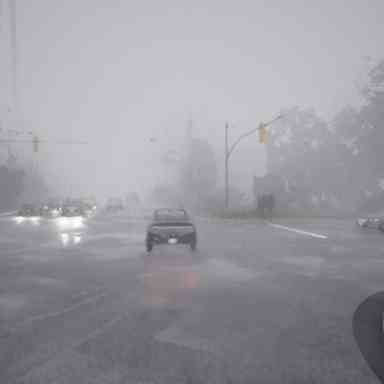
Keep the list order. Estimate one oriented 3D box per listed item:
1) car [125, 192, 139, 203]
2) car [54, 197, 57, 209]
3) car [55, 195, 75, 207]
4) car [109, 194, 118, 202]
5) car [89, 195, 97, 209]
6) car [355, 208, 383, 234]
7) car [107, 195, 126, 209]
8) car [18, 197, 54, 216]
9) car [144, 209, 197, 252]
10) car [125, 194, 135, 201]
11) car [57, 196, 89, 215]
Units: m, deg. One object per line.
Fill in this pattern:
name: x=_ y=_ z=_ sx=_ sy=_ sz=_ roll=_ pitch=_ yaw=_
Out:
car: x=-11.094 y=1.008 z=62.169 sx=2.150 sy=2.045 sz=5.566 roll=0 pitch=0 yaw=-14
car: x=-16.492 y=1.346 z=39.594 sx=1.837 sy=1.490 sz=4.892 roll=0 pitch=0 yaw=-13
car: x=-18.888 y=1.308 z=49.722 sx=2.128 sy=1.511 sz=4.902 roll=0 pitch=0 yaw=-14
car: x=-16.918 y=1.295 z=71.448 sx=1.882 sy=1.535 sz=5.008 roll=0 pitch=0 yaw=-13
car: x=-13.249 y=1.306 z=41.121 sx=1.882 sy=1.535 sz=5.008 roll=0 pitch=0 yaw=-13
car: x=11.727 y=1.540 z=18.811 sx=4.902 sy=1.511 sz=2.128 roll=1 pitch=0 yaw=-10
car: x=-9.609 y=1.421 z=41.410 sx=1.895 sy=1.301 sz=4.718 roll=0 pitch=0 yaw=-13
car: x=-14.600 y=1.442 z=30.893 sx=1.994 sy=1.385 sz=4.181 roll=0 pitch=0 yaw=-11
car: x=-0.920 y=1.430 z=13.722 sx=2.128 sy=1.511 sz=4.902 roll=0 pitch=0 yaw=-6
car: x=-13.514 y=1.224 z=72.251 sx=2.033 sy=1.411 sz=5.357 roll=0 pitch=0 yaw=-13
car: x=-11.275 y=1.360 z=31.832 sx=2.128 sy=1.511 sz=4.902 roll=0 pitch=0 yaw=-15
